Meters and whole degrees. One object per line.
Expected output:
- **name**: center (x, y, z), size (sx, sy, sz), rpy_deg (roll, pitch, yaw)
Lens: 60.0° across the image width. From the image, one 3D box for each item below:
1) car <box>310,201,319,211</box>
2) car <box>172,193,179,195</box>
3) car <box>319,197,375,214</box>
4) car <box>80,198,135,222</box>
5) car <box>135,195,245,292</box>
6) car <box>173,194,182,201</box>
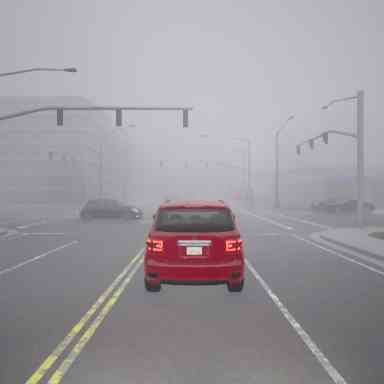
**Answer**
- **car**: center (16.090, 1.352, 38.609), size (4.553, 1.767, 2.097), rpy_deg (0, 0, 0)
- **car**: center (-3.677, 1.352, 54.854), size (2.097, 1.767, 4.553), rpy_deg (0, 0, 0)
- **car**: center (16.550, 1.478, 35.102), size (5.008, 1.535, 1.882), rpy_deg (0, 0, 0)
- **car**: center (-6.003, 1.311, 25.221), size (4.553, 1.767, 2.097), rpy_deg (0, 0, 3)
- **car**: center (0.056, 1.221, 9.064), size (2.150, 2.045, 5.566), rpy_deg (0, 0, 0)
- **car**: center (-3.650, 1.355, 84.942), size (2.097, 1.767, 4.553), rpy_deg (0, 0, 0)
